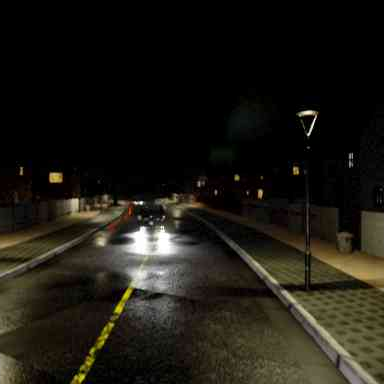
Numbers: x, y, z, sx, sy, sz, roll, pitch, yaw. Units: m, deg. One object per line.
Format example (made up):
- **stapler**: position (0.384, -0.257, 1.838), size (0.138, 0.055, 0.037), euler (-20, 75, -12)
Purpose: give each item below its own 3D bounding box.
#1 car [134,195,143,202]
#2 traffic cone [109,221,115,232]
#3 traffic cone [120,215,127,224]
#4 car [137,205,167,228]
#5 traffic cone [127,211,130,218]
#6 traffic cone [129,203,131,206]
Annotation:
- **car**: position (-12.053, 1.367, 74.929), size (2.128, 1.511, 4.902), euler (0, 0, -10)
- **traffic cone**: position (-4.458, 1.920, 18.482), size (0.340, 0.580, 0.340), euler (0, 0, -5)
- **traffic cone**: position (-4.910, 1.911, 23.402), size (0.340, 0.580, 0.340), euler (0, 0, -6)
- **car**: position (-2.626, 1.552, 21.996), size (1.895, 1.301, 4.718), euler (0, 0, -6)
- **traffic cone**: position (-5.482, 1.904, 28.310), size (0.340, 0.580, 0.340), euler (0, 0, -7)
- **traffic cone**: position (-6.986, 1.893, 38.077), size (0.340, 0.580, 0.340), euler (0, 0, -10)
